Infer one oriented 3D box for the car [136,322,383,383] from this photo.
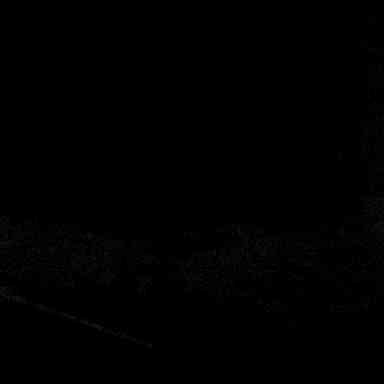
[{"bbox_3d":[1.410,1.582,2.075,4.206,1.307,1.802,-1,0,36],"label":"car"}]
